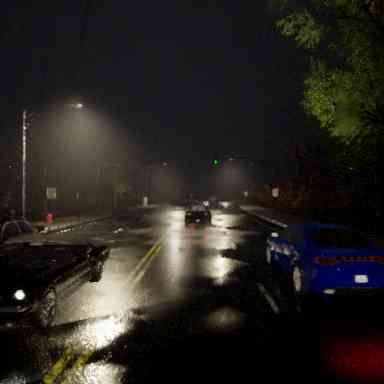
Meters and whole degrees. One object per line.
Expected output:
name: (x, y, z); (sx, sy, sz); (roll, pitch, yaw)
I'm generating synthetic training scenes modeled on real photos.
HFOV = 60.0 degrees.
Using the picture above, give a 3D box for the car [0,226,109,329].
car: (-3.299, 1.653, 7.169); (1.895, 1.301, 4.718); (0, 0, 1)

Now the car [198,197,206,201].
car: (2.893, 2.048, 92.511); (2.033, 1.411, 5.357); (0, 0, 7)

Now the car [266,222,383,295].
car: (3.311, 1.546, 8.916); (1.882, 1.535, 5.008); (0, 0, 1)

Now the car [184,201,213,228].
car: (0.474, 1.666, 23.883); (2.128, 1.511, 4.902); (0, 0, 3)

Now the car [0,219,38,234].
car: (-6.502, 1.626, 10.949); (2.033, 1.411, 5.357); (0, 0, 1)

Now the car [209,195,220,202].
car: (5.846, 1.736, 90.045); (2.150, 2.045, 5.566); (0, 0, 8)

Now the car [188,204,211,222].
car: (0.747, 1.814, 29.658); (1.895, 1.301, 4.718); (0, 0, 3)

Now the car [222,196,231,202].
car: (9.170, 1.865, 90.395); (2.097, 1.767, 4.553); (0, 0, 8)
